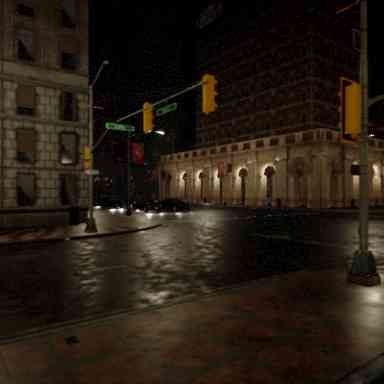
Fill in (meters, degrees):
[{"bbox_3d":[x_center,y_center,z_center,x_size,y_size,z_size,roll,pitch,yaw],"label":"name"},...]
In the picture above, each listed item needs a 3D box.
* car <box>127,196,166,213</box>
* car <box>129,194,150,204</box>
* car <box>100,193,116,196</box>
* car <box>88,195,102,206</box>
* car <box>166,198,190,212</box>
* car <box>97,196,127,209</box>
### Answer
[{"bbox_3d":[-5.212,1.507,37.543,1.837,1.490,4.892,0,0,-36],"label":"car"},{"bbox_3d":[-9.876,1.356,62.432,2.097,1.767,4.553,0,0,-35],"label":"car"},{"bbox_3d":[-14.012,1.224,56.091,2.150,2.045,5.566,0,0,-35],"label":"car"},{"bbox_3d":[-16.884,1.480,54.062,1.882,1.535,5.008,0,0,-35],"label":"car"},{"bbox_3d":[-2.167,1.480,39.307,1.882,1.535,5.008,0,0,-36],"label":"car"},{"bbox_3d":[-11.019,1.566,45.672,1.994,1.385,4.181,0,0,-35],"label":"car"}]
